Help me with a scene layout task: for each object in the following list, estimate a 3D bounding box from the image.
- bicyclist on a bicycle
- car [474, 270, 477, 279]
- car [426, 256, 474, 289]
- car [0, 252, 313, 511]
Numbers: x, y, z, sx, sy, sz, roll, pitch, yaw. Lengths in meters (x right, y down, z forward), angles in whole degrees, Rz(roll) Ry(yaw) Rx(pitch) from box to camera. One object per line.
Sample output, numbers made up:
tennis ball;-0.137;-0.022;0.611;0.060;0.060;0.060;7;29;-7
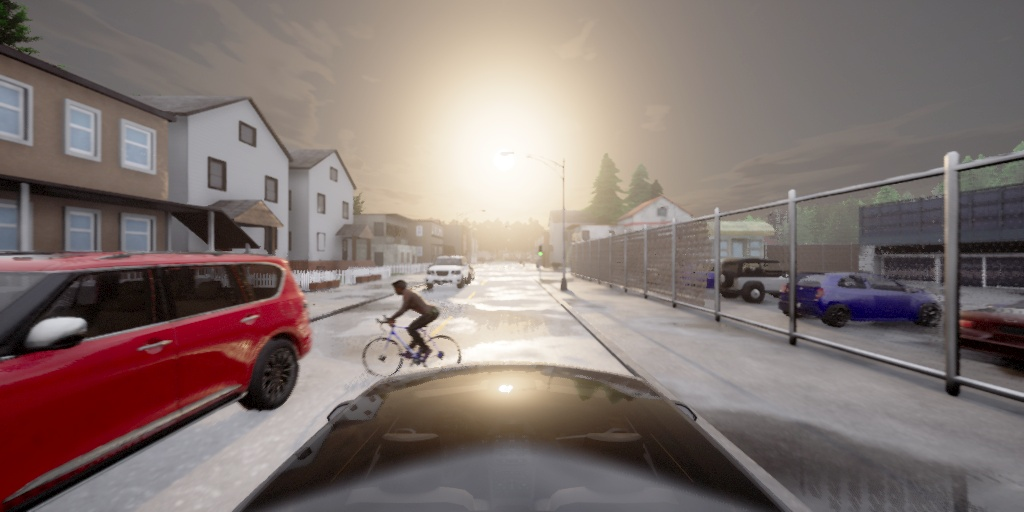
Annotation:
bicyclist on a bicycle;-1.675;1.207;5.943;1.656;1.620;0.582;-2;0;0
car;-4.117;1.314;29.683;1.812;1.442;4.674;0;0;0
car;-4.089;0.999;23.691;2.150;2.045;5.566;0;0;0
car;-4.113;0.972;3.195;2.150;2.045;5.566;0;0;0
